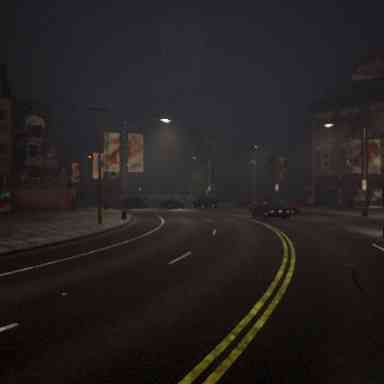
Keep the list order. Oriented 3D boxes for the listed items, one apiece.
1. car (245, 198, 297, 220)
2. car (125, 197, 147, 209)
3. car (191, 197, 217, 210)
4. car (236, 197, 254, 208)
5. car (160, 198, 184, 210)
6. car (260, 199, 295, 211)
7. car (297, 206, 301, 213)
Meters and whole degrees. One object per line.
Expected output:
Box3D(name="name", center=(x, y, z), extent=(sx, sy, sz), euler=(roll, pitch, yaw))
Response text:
Box3D(name="car", center=(6.286, 1.504, 27.338), extent=(2.033, 1.411, 5.357), euler=(0, 0, -7))
Box3D(name="car", center=(-7.861, 1.468, 45.218), extent=(1.837, 1.490, 4.892), euler=(0, 0, -34))
Box3D(name="car", center=(1.511, 1.450, 42.762), extent=(1.837, 1.490, 4.892), euler=(0, 0, -25))
Box3D(name="car", center=(7.843, 1.452, 45.065), extent=(2.002, 1.452, 4.674), euler=(0, 0, -26))
Box3D(name="car", center=(-2.598, 1.517, 42.943), extent=(1.994, 1.385, 4.181), euler=(0, 0, -28))
Box3D(name="car", center=(10.156, 1.530, 39.822), extent=(1.895, 1.301, 4.718), euler=(0, 0, -16))
Box3D(name="car", center=(8.759, 1.546, 33.080), extent=(1.895, 1.301, 4.718), euler=(0, 0, -13))
